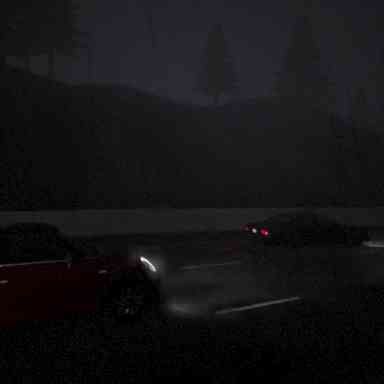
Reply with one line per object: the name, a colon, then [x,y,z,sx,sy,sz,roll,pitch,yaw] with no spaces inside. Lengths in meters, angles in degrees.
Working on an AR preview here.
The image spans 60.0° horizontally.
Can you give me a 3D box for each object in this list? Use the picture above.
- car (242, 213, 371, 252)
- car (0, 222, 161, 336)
car: [4.778,1.578,13.839,5.357,1.411,2.033,1,0,-21]
car: [-2.797,1.310,5.715,4.553,1.767,2.097,1,0,-34]
